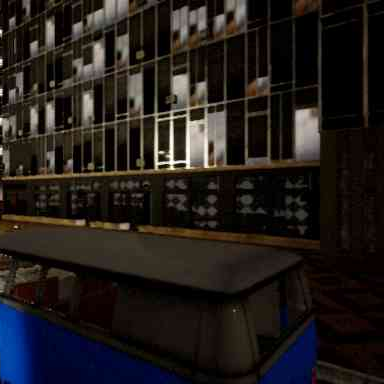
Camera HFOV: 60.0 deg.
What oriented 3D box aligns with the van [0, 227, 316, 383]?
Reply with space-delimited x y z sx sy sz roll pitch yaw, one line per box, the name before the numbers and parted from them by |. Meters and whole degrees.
van | -0.802 1.341 3.447 3.998 1.788 1.690 0 0 35
